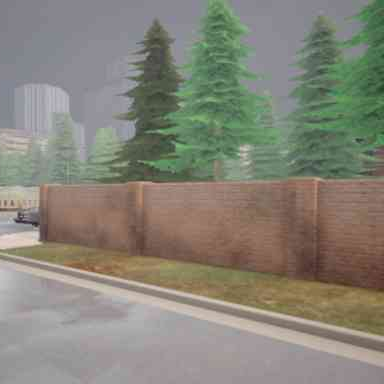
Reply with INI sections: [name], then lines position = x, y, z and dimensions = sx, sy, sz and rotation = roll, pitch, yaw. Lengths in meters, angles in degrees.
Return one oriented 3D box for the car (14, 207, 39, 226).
[car]
position = -8.871, 1.544, 22.404
dimensions = 2.033, 1.411, 5.357
rotation = 0, 0, 41
